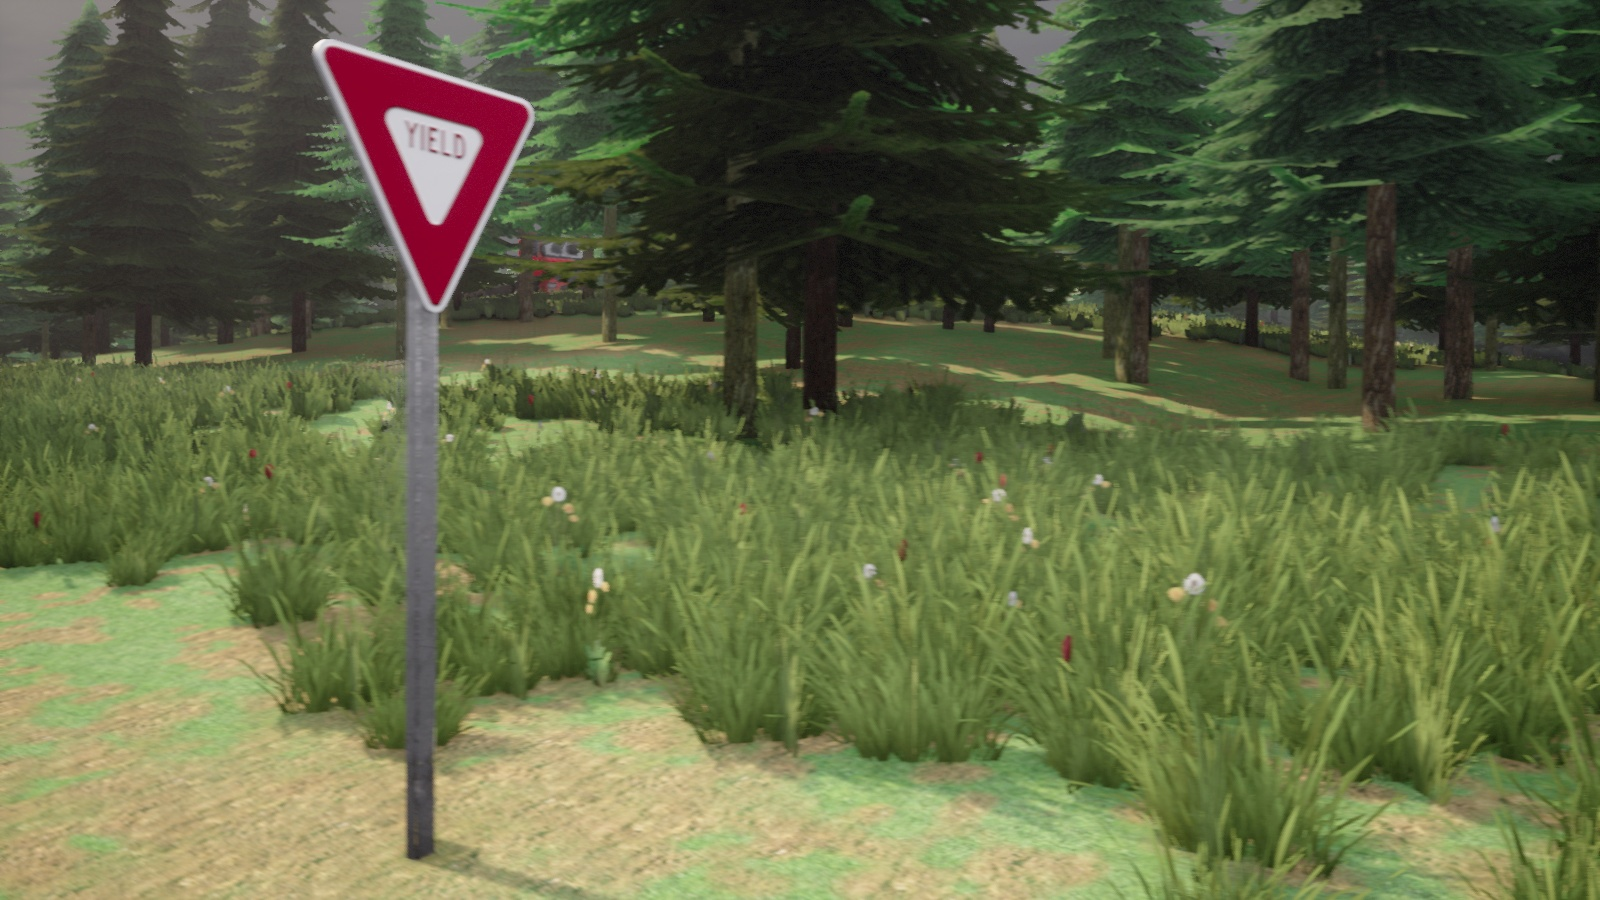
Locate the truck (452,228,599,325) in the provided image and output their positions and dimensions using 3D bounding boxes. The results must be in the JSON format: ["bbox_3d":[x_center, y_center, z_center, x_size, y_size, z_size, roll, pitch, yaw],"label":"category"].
[{"bbox_3d":[-13.124,-8.072,59.504,2.891,3.462,7.936,-1,0,-45],"label":"truck"}]
